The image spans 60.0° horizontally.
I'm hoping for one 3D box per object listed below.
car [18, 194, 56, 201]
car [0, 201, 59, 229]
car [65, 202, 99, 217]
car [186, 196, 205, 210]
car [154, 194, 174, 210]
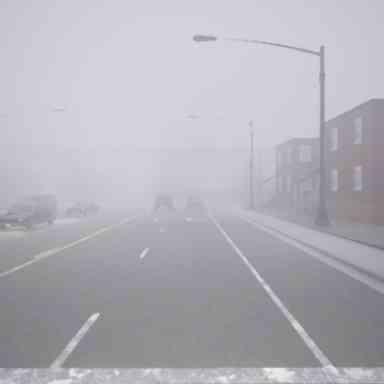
[{"bbox_3d":[-14.054,1.222,29.900,2.150,2.045,5.566,0,0,1],"label":"car"},{"bbox_3d":[-10.594,1.548,21.834,2.033,1.411,5.357,0,0,0],"label":"car"},{"bbox_3d":[-10.544,1.601,32.080,1.895,1.301,4.718,0,0,1],"label":"car"},{"bbox_3d":[0.558,1.350,43.611,2.097,1.767,4.553,0,0,7],"label":"car"},{"bbox_3d":[-3.552,1.222,42.264,2.150,2.045,5.566,0,0,-1],"label":"car"}]
